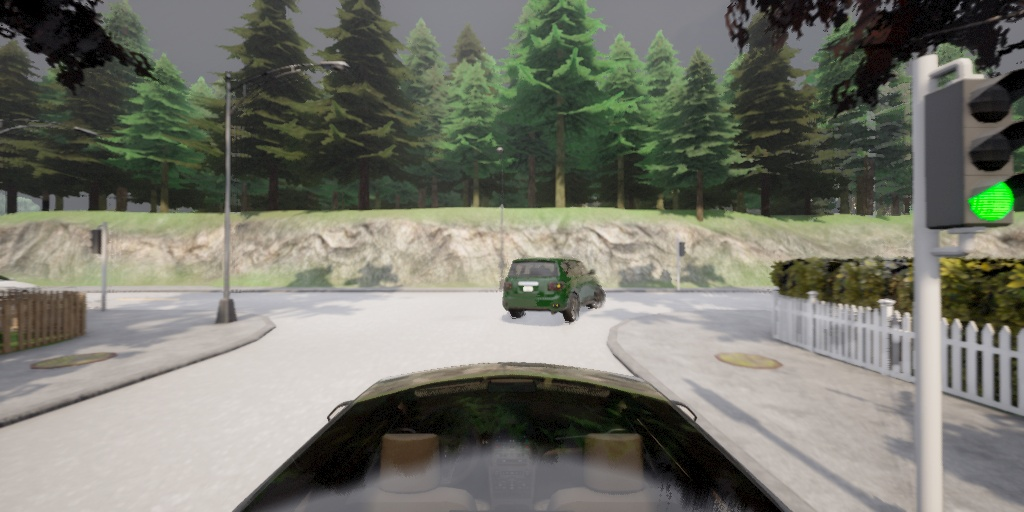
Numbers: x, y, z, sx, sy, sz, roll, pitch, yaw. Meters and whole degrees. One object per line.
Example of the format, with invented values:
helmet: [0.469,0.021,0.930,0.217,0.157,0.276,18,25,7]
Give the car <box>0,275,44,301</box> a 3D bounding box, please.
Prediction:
car: [-23.265,1.398,15.417,4.674,1.442,1.812,0,-1,0]

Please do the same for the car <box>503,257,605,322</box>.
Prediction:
car: [1.660,1.076,13.037,2.150,2.045,5.566,-2,-1,26]
